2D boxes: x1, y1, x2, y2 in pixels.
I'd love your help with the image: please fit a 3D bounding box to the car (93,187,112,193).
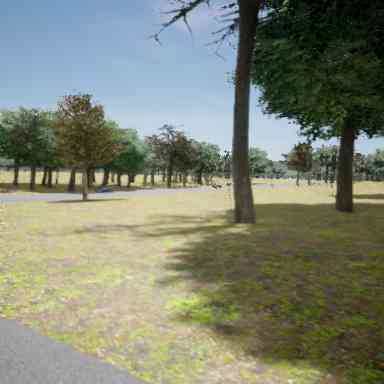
[{"bbox_3d":[-21.382,-0.485,79.788,1.837,1.490,4.892,4,4,35],"label":"car"}]
